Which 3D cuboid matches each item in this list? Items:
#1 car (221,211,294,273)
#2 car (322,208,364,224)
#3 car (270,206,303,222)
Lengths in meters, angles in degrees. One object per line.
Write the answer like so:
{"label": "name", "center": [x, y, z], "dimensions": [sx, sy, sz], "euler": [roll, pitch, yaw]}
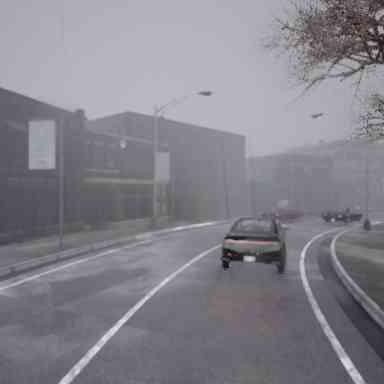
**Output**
{"label": "car", "center": [2.237, 1.603, 11.237], "dimensions": [2.128, 1.511, 4.902], "euler": [0, 0, 16]}
{"label": "car", "center": [13.089, 1.994, 28.607], "dimensions": [4.718, 1.301, 1.895], "euler": [1, 0, -44]}
{"label": "car", "center": [7.573, 1.881, 28.158], "dimensions": [1.895, 1.301, 4.718], "euler": [1, 0, 42]}
